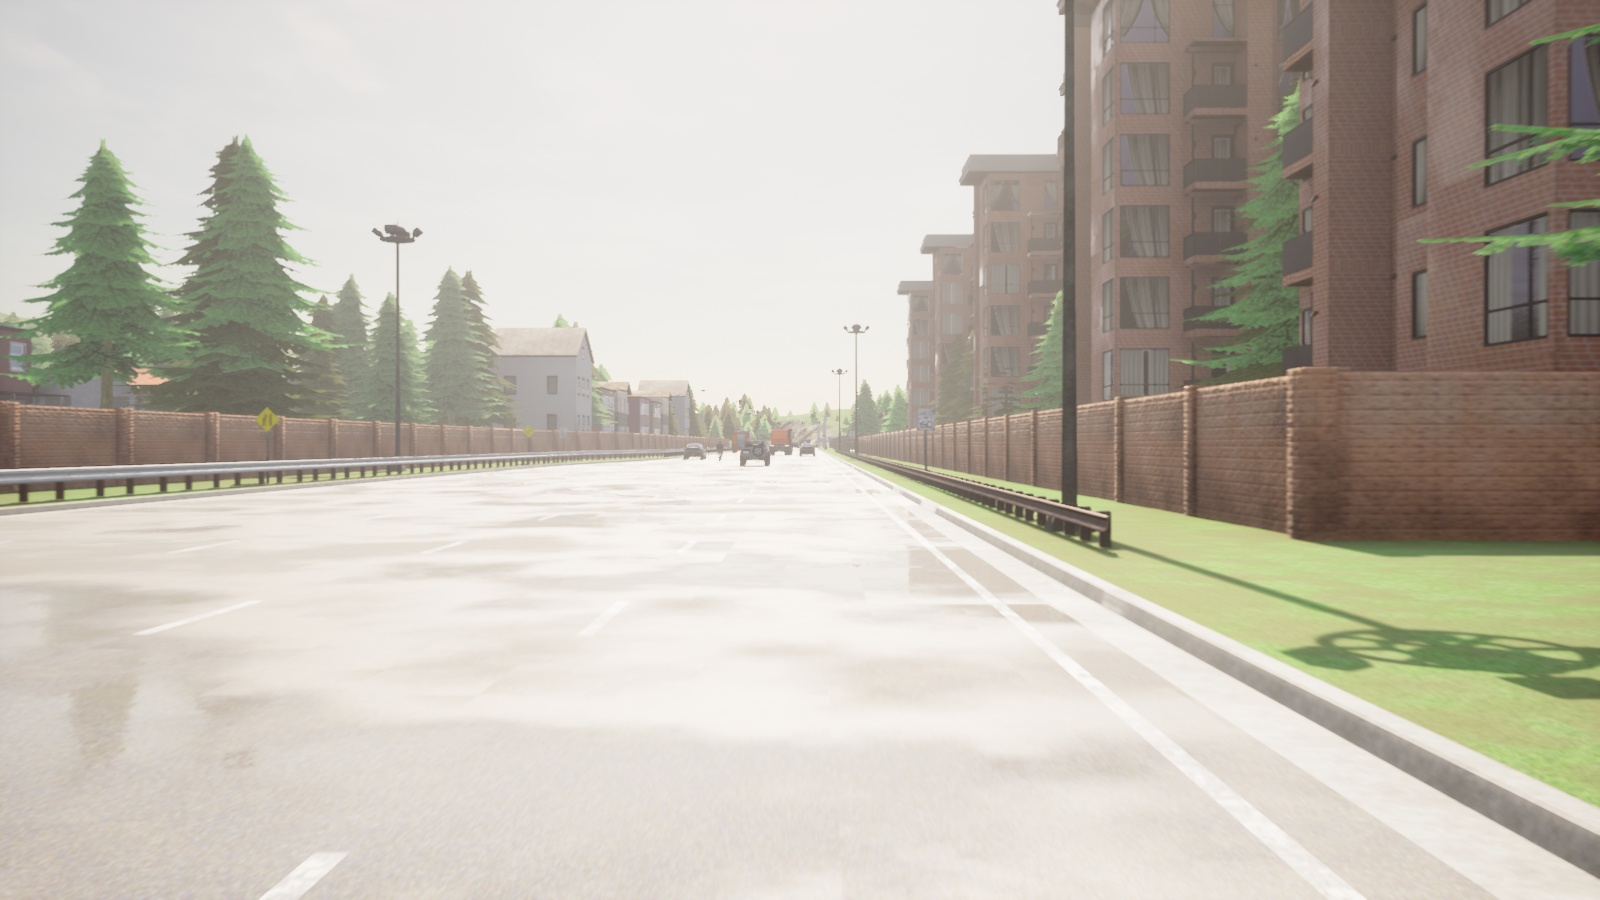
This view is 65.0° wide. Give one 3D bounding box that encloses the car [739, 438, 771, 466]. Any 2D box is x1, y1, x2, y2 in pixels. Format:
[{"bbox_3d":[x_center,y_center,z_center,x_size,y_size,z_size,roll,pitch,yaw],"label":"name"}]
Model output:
[{"bbox_3d":[-3.003,0.121,84.573,1.932,1.855,4.605,0,0,0],"label":"car"}]
